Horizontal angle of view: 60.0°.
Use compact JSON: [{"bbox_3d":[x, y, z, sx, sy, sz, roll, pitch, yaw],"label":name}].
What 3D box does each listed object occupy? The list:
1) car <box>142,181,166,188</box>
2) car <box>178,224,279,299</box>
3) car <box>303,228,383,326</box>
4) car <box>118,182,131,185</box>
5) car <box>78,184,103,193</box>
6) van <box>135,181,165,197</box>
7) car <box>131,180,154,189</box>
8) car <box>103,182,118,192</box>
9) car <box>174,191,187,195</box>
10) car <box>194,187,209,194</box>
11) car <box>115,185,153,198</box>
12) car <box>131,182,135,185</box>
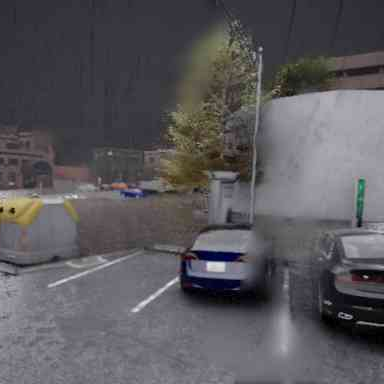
[{"bbox_3d":[-8.418,-1.654,73.734,5.008,1.535,2.097,1,5,34],"label":"car"},{"bbox_3d":[1.136,1.548,8.715,2.163,1.488,4.792,0,-1,17],"label":"car"},{"bbox_3d":[3.510,1.492,6.938,2.231,1.521,4.892,-1,-1,16],"label":"car"},{"bbox_3d":[-15.569,-1.231,68.545,4.553,1.767,2.185,1,5,34],"label":"car"},{"bbox_3d":[-20.368,-0.702,65.137,4.674,1.452,2.002,1,5,34],"label":"car"},{"bbox_3d":[-6.564,-0.230,53.906,4.442,1.987,1.878,3,6,36],"label":"van"},{"bbox_3d":[-10.787,-1.596,71.982,4.553,1.767,2.185,1,5,34],"label":"car"},{"bbox_3d":[-17.953,-0.895,66.842,4.792,1.488,2.163,1,5,34],"label":"car"},{"bbox_3d":[-4.198,-0.442,55.647,5.566,2.045,2.435,3,7,36],"label":"car"},{"bbox_3d":[0.784,-0.679,58.997,4.553,1.767,2.185,3,6,36],"label":"car"},{"bbox_3d":[-9.149,0.170,52.334,5.008,1.535,2.097,3,6,36],"label":"car"},{"bbox_3d":[-13.224,-1.260,70.310,4.792,1.488,2.163,1,5,34],"label":"car"}]
